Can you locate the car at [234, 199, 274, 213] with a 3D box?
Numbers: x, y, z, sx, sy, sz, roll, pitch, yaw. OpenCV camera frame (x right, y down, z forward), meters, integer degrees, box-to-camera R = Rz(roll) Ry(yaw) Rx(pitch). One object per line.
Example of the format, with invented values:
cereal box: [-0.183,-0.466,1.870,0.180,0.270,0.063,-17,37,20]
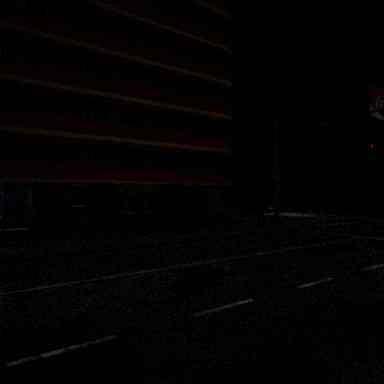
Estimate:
car: [6.862,1.490,37.085,2.128,1.511,4.902,0,0,-36]
